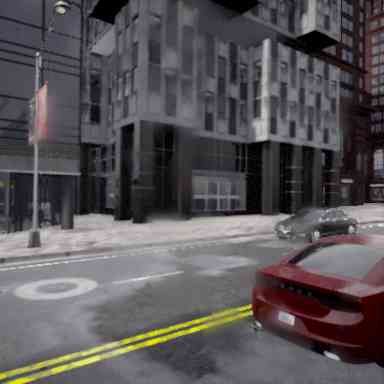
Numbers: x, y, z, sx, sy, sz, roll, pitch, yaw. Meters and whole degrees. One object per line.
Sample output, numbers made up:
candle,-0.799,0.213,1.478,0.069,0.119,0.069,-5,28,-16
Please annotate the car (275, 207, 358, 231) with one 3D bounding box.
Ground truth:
car,6.044,1.516,15.982,4.892,1.490,1.837,0,0,-35

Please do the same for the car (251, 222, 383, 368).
car,3.239,1.480,5.751,5.008,1.535,1.882,0,0,-36
